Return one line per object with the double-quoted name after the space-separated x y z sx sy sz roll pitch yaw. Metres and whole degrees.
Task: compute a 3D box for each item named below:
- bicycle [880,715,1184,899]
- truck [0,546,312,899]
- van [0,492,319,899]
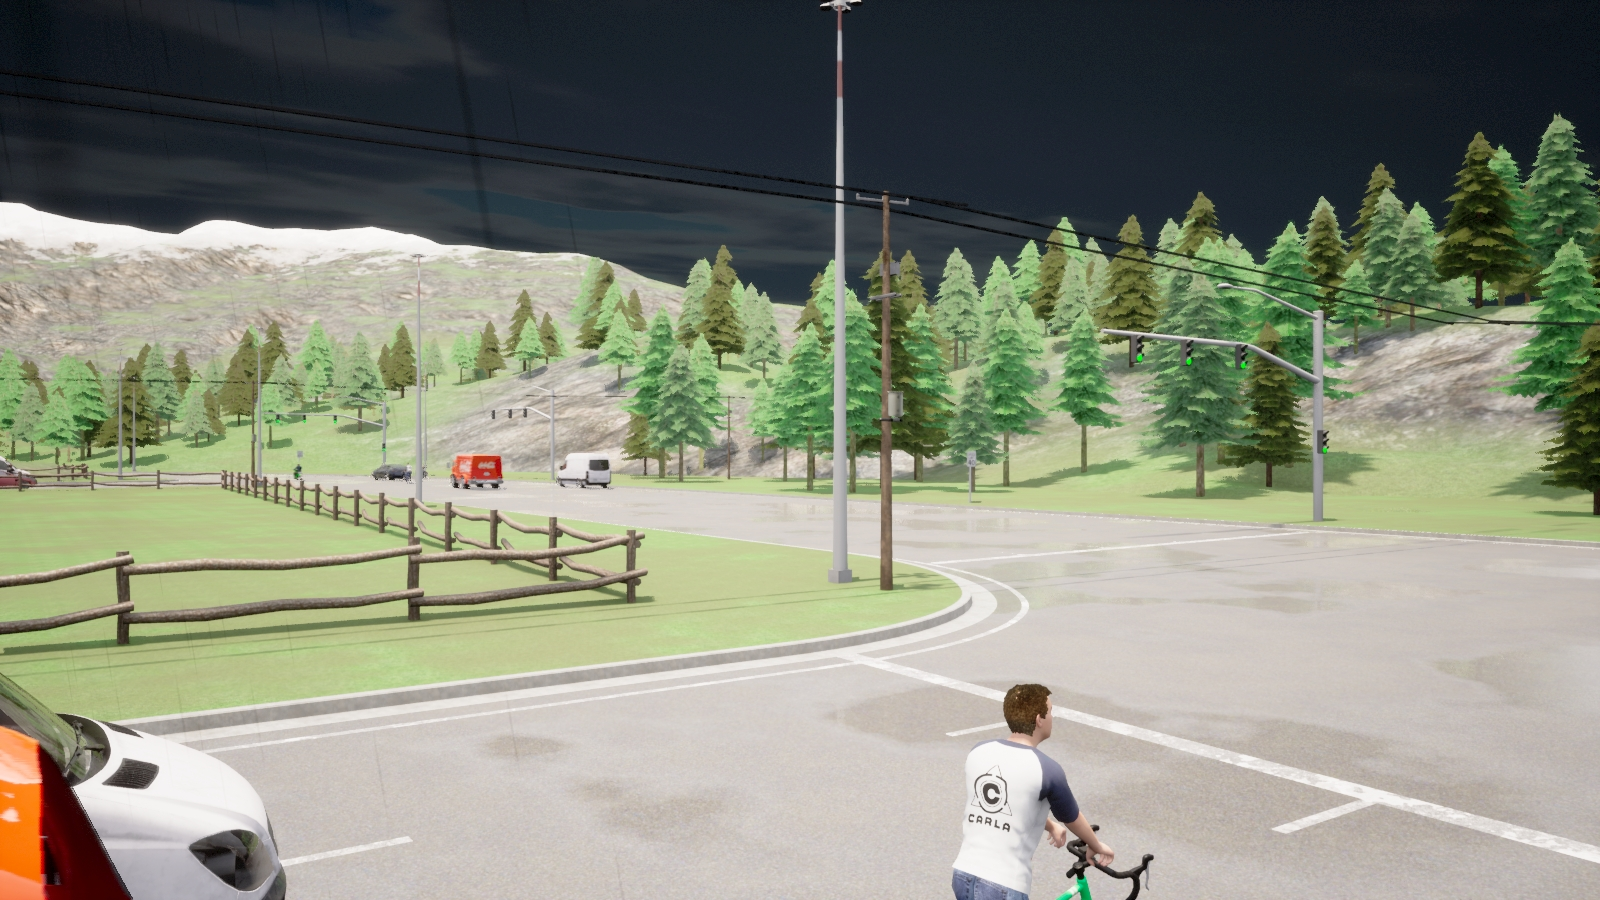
1.060 2.053 4.957 1.643 1.496 0.373 0 0 -41 "bicycle"
-3.620 1.572 1.342 5.204 2.467 2.627 0 0 -34 "truck"
-5.215 1.535 4.399 5.915 2.561 1.988 0 0 -35 "van"
